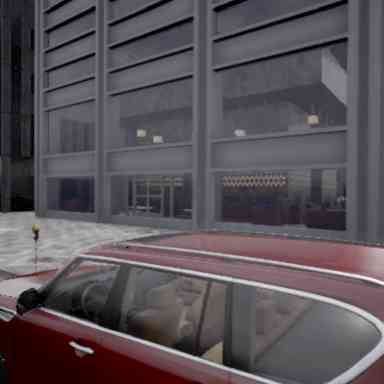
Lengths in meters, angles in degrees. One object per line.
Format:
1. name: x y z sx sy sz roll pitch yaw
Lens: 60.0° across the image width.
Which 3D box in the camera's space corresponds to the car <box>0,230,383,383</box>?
1. car: -0.154 1.300 3.079 5.009 1.841 2.192 1 0 36
